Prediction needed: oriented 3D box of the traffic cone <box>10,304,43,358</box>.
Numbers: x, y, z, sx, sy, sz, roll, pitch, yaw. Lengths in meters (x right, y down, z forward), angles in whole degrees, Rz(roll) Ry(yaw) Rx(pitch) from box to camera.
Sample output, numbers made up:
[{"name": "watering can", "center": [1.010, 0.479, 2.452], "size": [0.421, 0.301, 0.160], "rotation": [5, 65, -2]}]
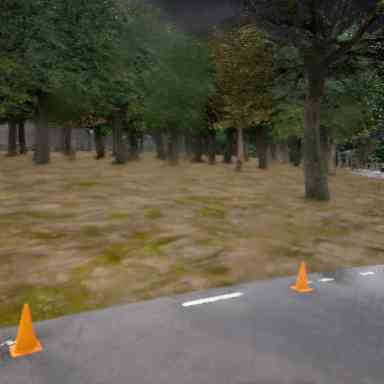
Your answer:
[{"name": "traffic cone", "center": [-2.152, 1.749, 4.321], "size": [0.340, 0.580, 0.340], "rotation": [0, 3, -34]}]

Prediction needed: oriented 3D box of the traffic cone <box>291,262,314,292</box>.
[{"name": "traffic cone", "center": [2.356, 1.775, 7.079], "size": [0.340, 0.580, 0.340], "rotation": [1, 2, -29]}]
